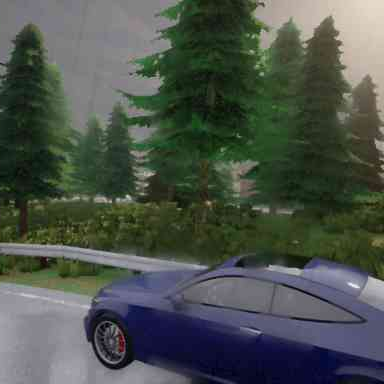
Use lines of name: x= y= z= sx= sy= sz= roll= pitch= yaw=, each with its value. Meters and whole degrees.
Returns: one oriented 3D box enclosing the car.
car: x=0.770 y=1.499 z=4.089 sx=4.674 sy=1.442 sz=1.812 roll=1 pitch=1 yaw=31
